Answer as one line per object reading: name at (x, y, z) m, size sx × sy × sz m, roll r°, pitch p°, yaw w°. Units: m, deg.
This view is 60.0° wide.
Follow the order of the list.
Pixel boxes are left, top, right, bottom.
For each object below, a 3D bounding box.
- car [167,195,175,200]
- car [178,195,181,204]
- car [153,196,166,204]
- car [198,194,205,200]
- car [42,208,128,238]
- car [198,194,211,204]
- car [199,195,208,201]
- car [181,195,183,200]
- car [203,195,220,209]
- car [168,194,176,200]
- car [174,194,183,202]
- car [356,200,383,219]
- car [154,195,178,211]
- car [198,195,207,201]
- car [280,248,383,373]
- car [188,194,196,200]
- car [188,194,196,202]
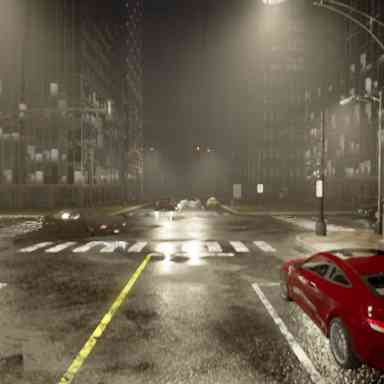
car at (-5.666, 1.424, 88.968) m, size 1.802 × 1.307 × 4.206 m, roll -1°, pitch 0°, yaw 0°
car at (-3.090, 1.405, 49.504) m, size 1.882 × 1.535 × 5.008 m, roll 0°, pitch 0°, yaw 0°
car at (-5.838, 1.472, 60.599) m, size 1.947 × 1.339 × 4.313 m, roll -1°, pitch 0°, yaw 0°
car at (2.679, 1.268, 94.581) m, size 1.967 × 1.590 × 4.097 m, roll -1°, pitch 0°, yaw 0°
car at (-6.018, 1.613, 18.312) m, size 5.357 × 1.411 × 2.033 m, roll 0°, pitch 0°, yaw 34°
car at (2.714, 1.222, 60.049) m, size 2.192 × 1.841 × 5.009 m, roll -1°, pitch 0°, yaw 0°
car at (2.680, 1.434, 77.559) m, size 1.947 × 1.339 × 4.313 m, roll -1°, pitch 0°, yaw 0°
car at (-3.058, 1.508, 59.748) m, size 1.895 × 1.301 × 4.718 m, roll 0°, pitch 0°, yaw 1°
car at (2.807, 1.461, 44.968) m, size 1.752 × 1.417 × 4.829 m, roll -1°, pitch 0°, yaw 0°
car at (-5.667, 1.394, 94.642) m, size 1.947 × 1.339 × 4.313 m, roll -1°, pitch 0°, yaw 0°
car at (-2.998, 1.339, 74.842) m, size 1.882 × 1.535 × 5.008 m, roll 0°, pitch 0°, yaw 0°
car at (15.650, 1.336, 26.481) m, size 4.892 × 1.490 × 1.837 m, roll 0°, pitch 1°, yaw -5°
car at (-3.112, 1.297, 39.334) m, size 2.097 × 1.767 × 4.553 m, roll 0°, pitch 0°, yaw 1°
car at (2.680, 1.406, 83.232) m, size 2.008 × 1.369 × 4.403 m, roll -1°, pitch 0°, yaw 0°
car at (2.678, 1.575, 5.430) m, size 1.802 × 1.307 × 4.206 m, roll -1°, pitch 0°, yaw 0°
car at (0.002, 1.171, 80.866) m, size 1.882 × 1.535 × 5.008 m, roll 0°, pitch 0°, yaw 0°
car at (0.002, 1.470, 70.892) m, size 1.895 × 1.301 × 4.718 m, roll 0°, pitch 0°, yaw 0°
